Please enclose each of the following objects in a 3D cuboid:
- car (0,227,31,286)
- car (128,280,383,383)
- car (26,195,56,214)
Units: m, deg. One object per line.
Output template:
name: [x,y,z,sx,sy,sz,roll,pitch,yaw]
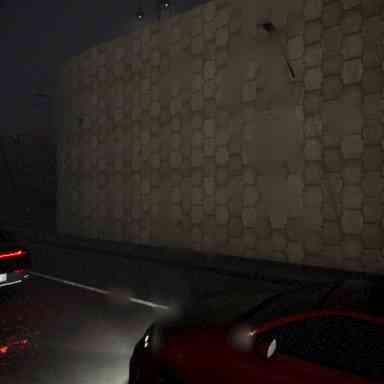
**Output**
car: [-5.855,1.505,8.171,4.892,1.490,1.837,0,0,36]
car: [1.394,1.564,2.997,4.181,1.385,1.994,0,0,36]
car: [-12.921,1.061,31.037,2.128,1.511,4.902,0,5,35]
